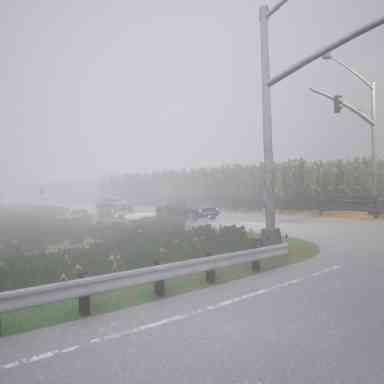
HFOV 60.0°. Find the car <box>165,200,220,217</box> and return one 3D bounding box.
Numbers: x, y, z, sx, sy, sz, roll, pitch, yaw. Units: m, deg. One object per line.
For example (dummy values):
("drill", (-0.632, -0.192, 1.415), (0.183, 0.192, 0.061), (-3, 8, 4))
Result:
("car", (-0.355, 1.177, 22.035), (1.895, 1.301, 4.718), (-3, 2, -41))

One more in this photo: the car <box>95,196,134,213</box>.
("car", (-7.024, 1.121, 29.833), (1.837, 1.490, 4.892), (-3, 2, -40))
